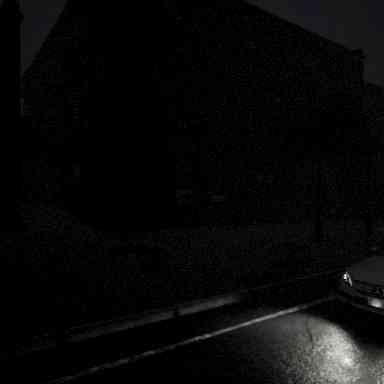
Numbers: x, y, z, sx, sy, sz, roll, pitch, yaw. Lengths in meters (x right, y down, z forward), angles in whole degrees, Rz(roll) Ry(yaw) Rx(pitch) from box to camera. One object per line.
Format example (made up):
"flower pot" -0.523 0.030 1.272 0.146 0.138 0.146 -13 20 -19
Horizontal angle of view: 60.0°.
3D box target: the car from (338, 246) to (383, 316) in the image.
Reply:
"car" 4.967 1.606 6.901 4.674 1.442 1.812 1 0 -36
